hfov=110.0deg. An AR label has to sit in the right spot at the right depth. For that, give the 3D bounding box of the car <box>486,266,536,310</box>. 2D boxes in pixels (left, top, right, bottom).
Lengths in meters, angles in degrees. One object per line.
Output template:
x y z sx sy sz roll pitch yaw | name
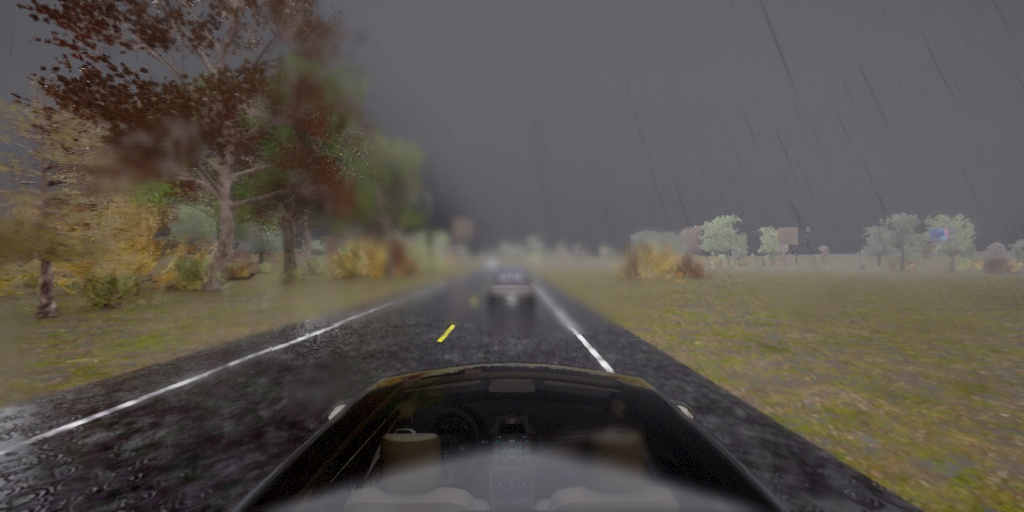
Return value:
0.012 1.373 15.353 2.128 1.511 4.902 0 0 0 | car
